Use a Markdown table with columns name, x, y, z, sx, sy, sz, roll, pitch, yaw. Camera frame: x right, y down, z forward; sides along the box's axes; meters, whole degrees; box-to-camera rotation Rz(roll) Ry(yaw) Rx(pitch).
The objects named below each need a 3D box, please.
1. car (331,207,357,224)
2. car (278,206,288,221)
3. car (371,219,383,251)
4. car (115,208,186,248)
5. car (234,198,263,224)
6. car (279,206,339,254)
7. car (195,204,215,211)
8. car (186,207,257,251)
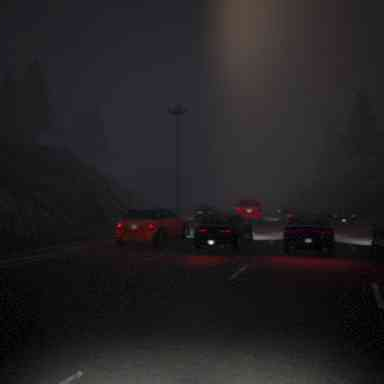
| name | x | y | z | sx | sy | sz | roll | pitch | yaw |
| --- | --- | --- | --- | --- | --- | --- | --- | --- | --- |
| car | 11.647 | 1.871 | 27.088 | 1.895 | 1.301 | 4.718 | 0 | -1 | 7 |
| car | 8.111 | 1.823 | 26.941 | 2.033 | 1.411 | 5.357 | 0 | -1 | 9 |
| car | 8.043 | 1.627 | 12.436 | 1.837 | 1.490 | 4.892 | 0 | 0 | 19 |
| car | -1.765 | 1.529 | 16.197 | 2.097 | 1.767 | 4.553 | 0 | -1 | 19 |
| car | 4.659 | 1.512 | 27.516 | 2.150 | 2.045 | 5.566 | 0 | 0 | 8 |
| car | 5.009 | 1.624 | 14.422 | 1.882 | 1.535 | 5.008 | 0 | 0 | 19 |
| car | 1.297 | 1.817 | 29.000 | 1.837 | 1.490 | 4.892 | 0 | 0 | 7 |
| car | 1.530 | 1.667 | 15.009 | 1.837 | 1.490 | 4.892 | 0 | 0 | 19 |
